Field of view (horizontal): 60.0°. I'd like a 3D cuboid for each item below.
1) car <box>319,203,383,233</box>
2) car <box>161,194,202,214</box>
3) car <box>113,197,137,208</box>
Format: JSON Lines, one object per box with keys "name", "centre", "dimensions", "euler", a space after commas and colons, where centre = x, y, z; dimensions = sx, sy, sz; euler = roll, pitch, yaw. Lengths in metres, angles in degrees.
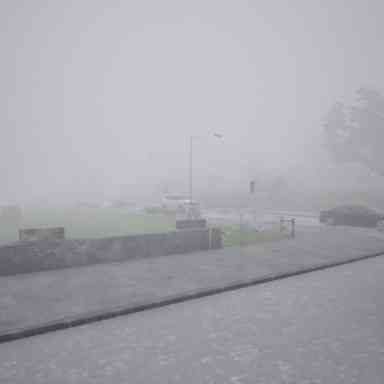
{"name": "car", "centre": [10.213, 1.477, 20.103], "dimensions": [1.882, 1.535, 5.008], "euler": [0, 0, -38]}
{"name": "car", "centre": [-1.230, 1.223, 35.914], "dimensions": [2.150, 2.045, 5.566], "euler": [0, 0, -35]}
{"name": "car", "centre": [-9.697, 1.477, 47.815], "dimensions": [1.882, 1.535, 5.008], "euler": [0, 0, -35]}
